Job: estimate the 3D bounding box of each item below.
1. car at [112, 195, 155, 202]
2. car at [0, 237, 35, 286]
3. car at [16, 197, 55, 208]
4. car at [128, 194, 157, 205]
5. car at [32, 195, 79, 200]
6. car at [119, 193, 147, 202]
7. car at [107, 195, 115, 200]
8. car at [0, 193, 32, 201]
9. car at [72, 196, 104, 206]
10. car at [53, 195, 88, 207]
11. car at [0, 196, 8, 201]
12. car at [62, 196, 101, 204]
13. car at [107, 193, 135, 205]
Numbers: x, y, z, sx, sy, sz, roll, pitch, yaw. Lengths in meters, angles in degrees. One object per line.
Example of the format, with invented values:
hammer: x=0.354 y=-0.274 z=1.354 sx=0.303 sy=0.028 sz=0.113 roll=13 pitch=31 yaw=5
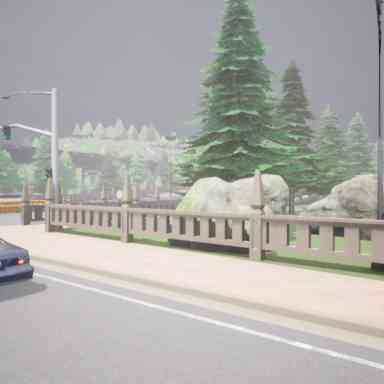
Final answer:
car: x=-7.148 y=1.480 z=42.019 sx=2.128 sy=1.511 sz=4.902 roll=0 pitch=0 yaw=36
car: x=-6.069 y=1.544 z=8.293 sx=5.357 sy=1.411 sz=2.033 roll=0 pitch=0 yaw=36
car: x=-23.355 y=1.486 z=49.795 sx=1.837 sy=1.490 sz=4.892 roll=0 pitch=0 yaw=36
car: x=-8.601 y=1.274 z=58.346 sx=2.128 sy=1.511 sz=4.902 roll=0 pitch=2 yaw=36
car: x=-18.327 y=1.462 z=44.801 sx=1.882 sy=1.535 sz=5.008 roll=0 pitch=0 yaw=36
car: x=-11.650 y=1.112 z=66.059 sx=2.033 sy=1.411 sz=5.357 roll=0 pitch=3 yaw=36
car: x=-12.979 y=1.318 z=52.247 sx=2.097 sy=1.767 sz=4.553 roll=0 pitch=1 yaw=36
car: x=-24.134 y=1.204 z=42.727 sx=2.150 sy=2.045 sz=5.566 roll=0 pitch=0 yaw=36
car: x=-17.868 y=1.438 z=57.441 sx=2.128 sy=1.511 sz=4.902 roll=0 pitch=1 yaw=36
car: x=-18.465 y=1.335 z=50.602 sx=2.097 sy=1.767 sz=4.553 roll=0 pitch=0 yaw=35
car: x=-23.884 y=1.476 z=37.092 sx=2.128 sy=1.511 sz=4.902 roll=0 pitch=0 yaw=36
car: x=-13.311 y=1.534 z=39.439 sx=2.033 sy=1.411 sz=5.357 roll=0 pitch=0 yaw=36
car: x=-12.559 y=1.200 z=58.840 sx=2.097 sy=1.767 sz=4.553 roll=0 pitch=2 yaw=36
